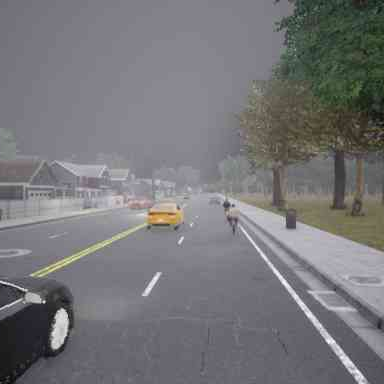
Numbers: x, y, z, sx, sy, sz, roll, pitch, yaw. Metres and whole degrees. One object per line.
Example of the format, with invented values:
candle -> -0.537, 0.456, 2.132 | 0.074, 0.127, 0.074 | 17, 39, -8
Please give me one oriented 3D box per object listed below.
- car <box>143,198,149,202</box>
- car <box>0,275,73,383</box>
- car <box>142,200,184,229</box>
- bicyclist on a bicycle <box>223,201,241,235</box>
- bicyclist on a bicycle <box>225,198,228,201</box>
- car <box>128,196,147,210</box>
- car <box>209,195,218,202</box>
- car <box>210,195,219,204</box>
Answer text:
car -> -4.001, 1.607, 38.821 | 1.895, 1.301, 4.718 | 0, 0, 4
car -> -2.816, 1.504, 3.163 | 1.837, 1.490, 4.892 | 0, 0, 4
car -> -1.637, 1.477, 21.666 | 1.882, 1.535, 5.008 | 0, 0, 4
bicyclist on a bicycle -> 2.192, 1.435, 17.757 | 0.866, 1.612, 1.509 | 0, 0, 3
bicyclist on a bicycle -> 2.677, 1.371, 25.723 | 0.659, 1.776, 1.843 | 0, 0, 4
car -> -6.929, 1.360, 43.957 | 2.097, 1.767, 4.553 | 0, 0, 4
car -> 4.875, 1.493, 74.323 | 1.882, 1.535, 5.008 | 0, 0, 4
car -> 4.226, 1.562, 62.558 | 2.033, 1.411, 5.357 | 0, 0, 4
